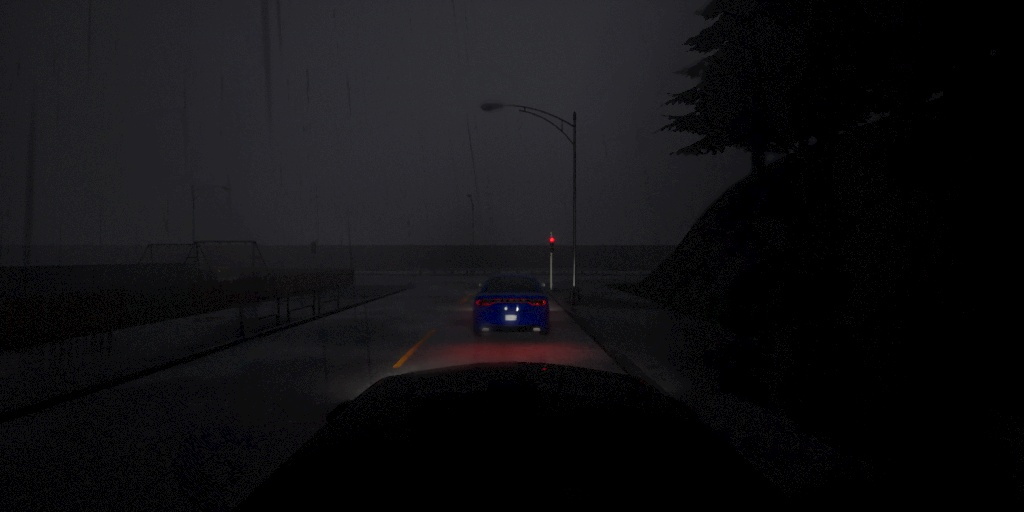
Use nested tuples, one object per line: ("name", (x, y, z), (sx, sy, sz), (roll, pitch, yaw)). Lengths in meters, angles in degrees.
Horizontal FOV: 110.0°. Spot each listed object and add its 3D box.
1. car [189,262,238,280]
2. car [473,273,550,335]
("car", (-26.251, 1.227, 30.550), (5.008, 1.535, 1.882), (0, 0, 0))
("car", (-0.004, 1.228, 10.492), (1.882, 1.535, 5.008), (0, 0, 0))
